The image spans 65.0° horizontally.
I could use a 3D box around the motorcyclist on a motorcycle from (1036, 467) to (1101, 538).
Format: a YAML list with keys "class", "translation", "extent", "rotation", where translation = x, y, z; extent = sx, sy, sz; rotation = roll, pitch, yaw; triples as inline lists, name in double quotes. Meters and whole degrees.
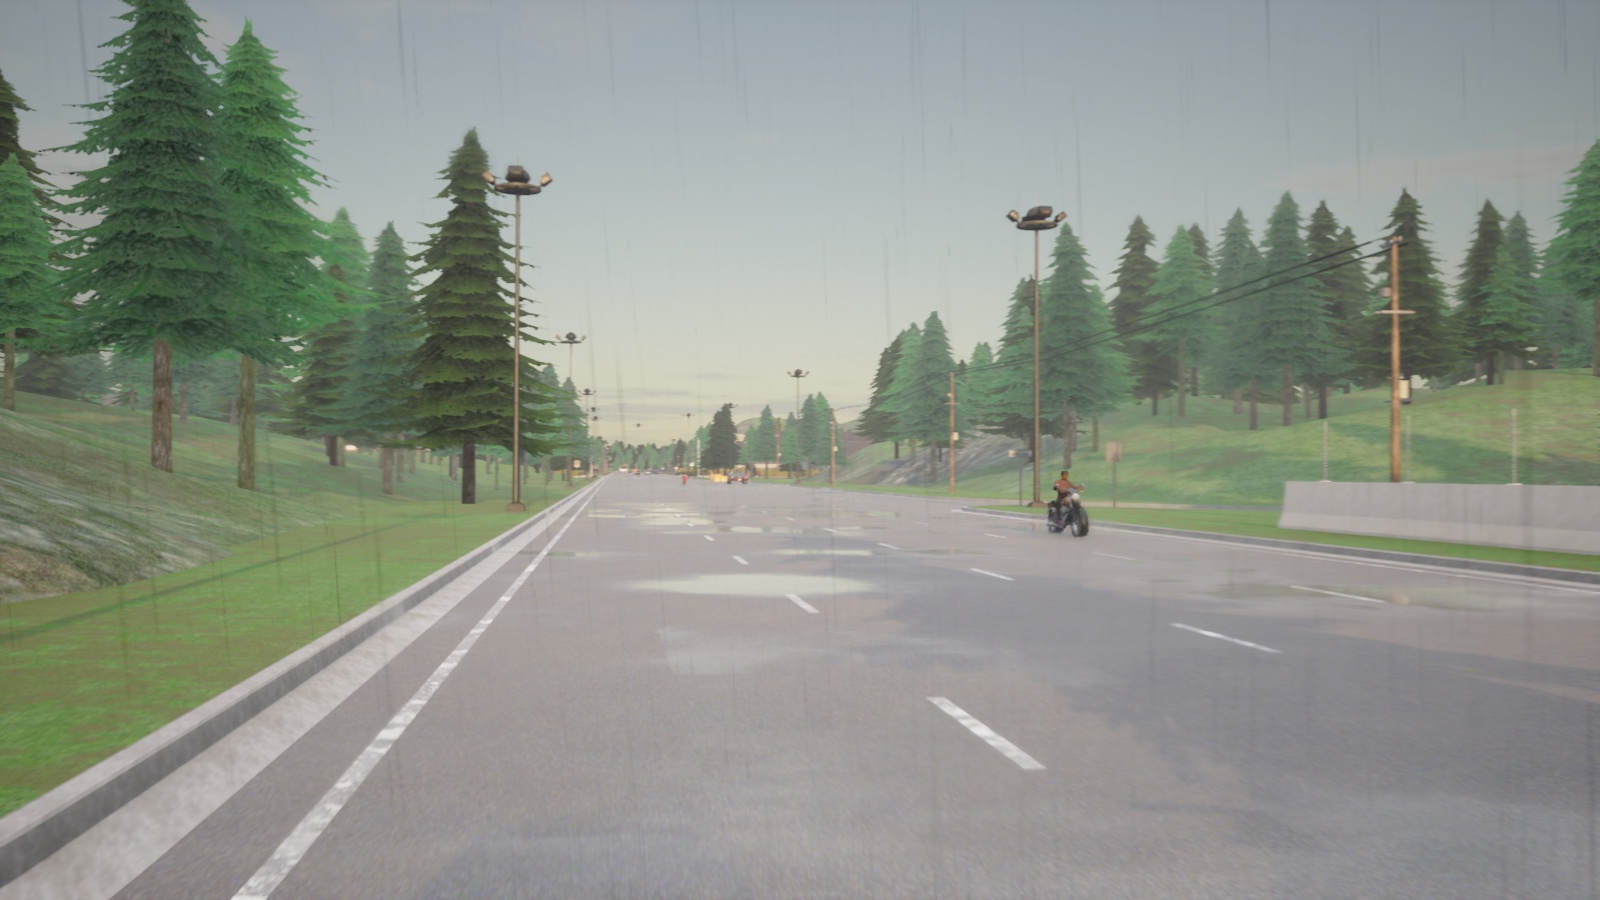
- class: "motorcyclist on a motorcycle"
  translation: [6.497, 1.243, 30.552]
  extent: [0.766, 1.649, 2.350]
  rotation: [0, -1, -9]
